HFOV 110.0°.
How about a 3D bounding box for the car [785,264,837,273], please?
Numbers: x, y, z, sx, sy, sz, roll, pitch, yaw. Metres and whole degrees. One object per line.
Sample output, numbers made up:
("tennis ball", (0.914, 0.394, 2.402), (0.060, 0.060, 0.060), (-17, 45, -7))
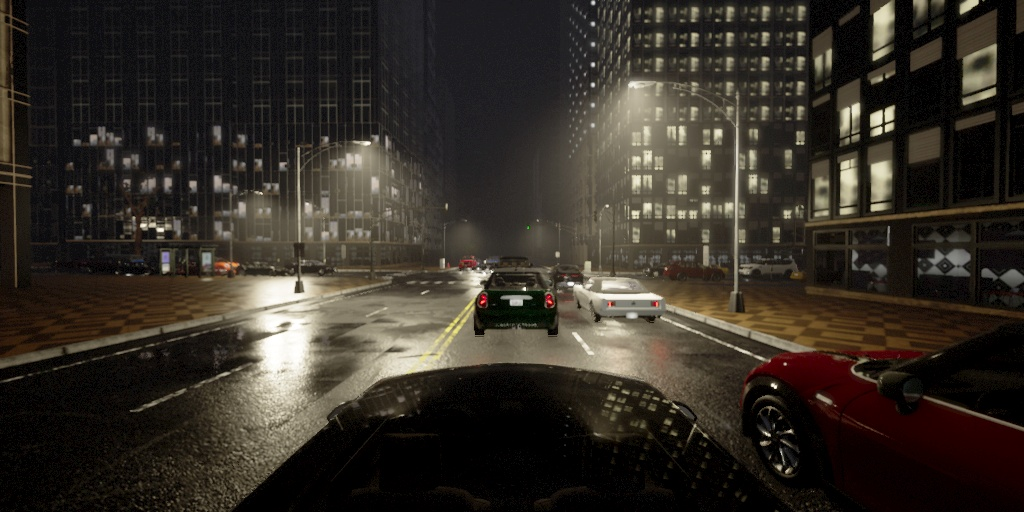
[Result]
("car", (27.655, 1.659, 31.922), (4.829, 1.417, 1.751), (0, 0, 1))

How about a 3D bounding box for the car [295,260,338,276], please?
("car", (-19.794, 1.172, 35.320), (4.902, 1.511, 2.128), (1, 1, 1))

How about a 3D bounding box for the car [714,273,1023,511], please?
("car", (3.350, 1.102, 1.757), (2.097, 1.767, 4.553), (0, 0, 0))

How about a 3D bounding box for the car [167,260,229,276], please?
("car", (-28.402, 1.222, 32.807), (4.207, 1.307, 1.802), (0, 0, 1))

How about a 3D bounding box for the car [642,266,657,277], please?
("car", (16.364, 1.463, 37.897), (4.892, 1.490, 1.837), (1, 1, 1))

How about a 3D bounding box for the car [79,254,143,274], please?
("car", (-39.407, 0.856, 35.733), (4.553, 1.767, 2.097), (1, 1, 1))

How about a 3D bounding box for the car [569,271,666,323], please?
("car", (3.355, 1.375, 12.208), (1.895, 1.301, 4.718), (0, 0, 0))

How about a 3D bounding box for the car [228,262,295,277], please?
("car", (-22.718, 1.257, 32.671), (4.313, 1.339, 1.948), (0, 0, 1))

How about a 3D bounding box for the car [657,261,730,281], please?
("car", (16.207, 1.350, 32.124), (5.009, 1.841, 2.192), (0, 0, 1))

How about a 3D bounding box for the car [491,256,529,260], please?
("car", (0.108, 1.017, 21.117), (2.150, 2.045, 5.566), (0, 0, 0))

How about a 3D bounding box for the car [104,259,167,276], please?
("car", (-34.082, 1.153, 32.983), (4.313, 1.339, 1.948), (0, 0, 1))

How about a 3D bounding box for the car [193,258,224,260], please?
("car", (-29.412, 0.946, 35.519), (4.553, 1.767, 2.097), (1, 1, 1))

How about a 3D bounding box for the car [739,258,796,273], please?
("car", (26.834, 1.271, 37.712), (5.566, 2.045, 2.150), (1, 1, 1))

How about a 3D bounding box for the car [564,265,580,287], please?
("car", (3.384, 1.303, 22.776), (1.837, 1.490, 4.892), (0, 0, 1))

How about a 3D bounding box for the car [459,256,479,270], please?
("car", (-6.574, 1.075, 53.877), (2.150, 2.045, 5.566), (0, 0, 0))

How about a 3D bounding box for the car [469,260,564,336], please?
("car", (0.104, 1.121, 10.574), (2.097, 1.767, 4.553), (0, 0, 0))

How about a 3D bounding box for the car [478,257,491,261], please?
("car", (-3.321, 1.343, 52.343), (2.128, 1.511, 4.902), (0, 0, 0))
